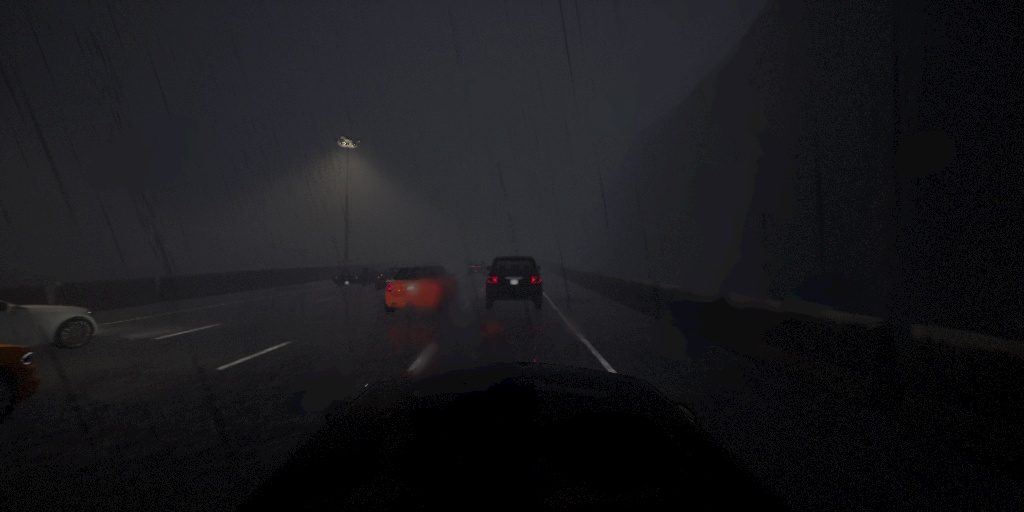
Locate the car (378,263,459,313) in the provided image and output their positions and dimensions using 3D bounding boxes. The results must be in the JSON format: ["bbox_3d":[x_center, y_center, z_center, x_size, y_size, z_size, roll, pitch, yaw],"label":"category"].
[{"bbox_3d":[-3.424,1.146,14.418,2.097,1.767,4.553,0,0,0],"label":"car"}]

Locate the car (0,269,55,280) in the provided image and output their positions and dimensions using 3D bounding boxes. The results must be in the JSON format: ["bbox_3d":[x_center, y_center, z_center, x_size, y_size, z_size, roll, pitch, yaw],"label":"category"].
[{"bbox_3d":[-28.121,1.381,19.038,2.033,1.411,5.357,0,0,0],"label":"car"}]

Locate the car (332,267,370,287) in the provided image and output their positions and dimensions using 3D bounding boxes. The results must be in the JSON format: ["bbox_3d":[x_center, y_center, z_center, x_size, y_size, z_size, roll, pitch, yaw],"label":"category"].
[{"bbox_3d":[-10.446,1.394,24.904,1.895,1.301,4.718,0,0,0],"label":"car"}]

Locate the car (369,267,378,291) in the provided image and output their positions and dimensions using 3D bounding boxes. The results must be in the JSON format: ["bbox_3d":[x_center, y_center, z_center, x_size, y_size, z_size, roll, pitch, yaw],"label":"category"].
[{"bbox_3d":[-6.940,1.359,22.350,1.994,1.385,4.181,0,0,0],"label":"car"}]

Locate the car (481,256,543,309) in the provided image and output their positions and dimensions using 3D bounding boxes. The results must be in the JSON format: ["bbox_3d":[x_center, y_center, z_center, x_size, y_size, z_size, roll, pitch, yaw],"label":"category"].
[{"bbox_3d":[0.075,1.012,15.361,2.150,2.045,5.566,0,0,0],"label":"car"}]

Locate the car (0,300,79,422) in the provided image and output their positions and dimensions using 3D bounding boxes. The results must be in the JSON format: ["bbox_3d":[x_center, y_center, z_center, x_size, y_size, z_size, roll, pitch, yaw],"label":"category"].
[{"bbox_3d":[-6.897,1.242,2.397,1.882,1.535,5.008,0,0,0],"label":"car"}]

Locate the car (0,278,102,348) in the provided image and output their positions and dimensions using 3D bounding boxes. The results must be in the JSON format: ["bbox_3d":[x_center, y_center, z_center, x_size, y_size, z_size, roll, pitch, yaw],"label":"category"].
[{"bbox_3d":[-10.406,1.313,6.282,1.812,1.442,4.674,0,0,0],"label":"car"}]

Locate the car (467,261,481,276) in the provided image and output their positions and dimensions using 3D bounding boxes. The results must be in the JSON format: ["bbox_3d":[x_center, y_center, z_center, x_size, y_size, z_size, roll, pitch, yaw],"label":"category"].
[{"bbox_3d":[-3.473,1.211,37.010,2.128,1.511,4.902,0,0,0],"label":"car"}]
